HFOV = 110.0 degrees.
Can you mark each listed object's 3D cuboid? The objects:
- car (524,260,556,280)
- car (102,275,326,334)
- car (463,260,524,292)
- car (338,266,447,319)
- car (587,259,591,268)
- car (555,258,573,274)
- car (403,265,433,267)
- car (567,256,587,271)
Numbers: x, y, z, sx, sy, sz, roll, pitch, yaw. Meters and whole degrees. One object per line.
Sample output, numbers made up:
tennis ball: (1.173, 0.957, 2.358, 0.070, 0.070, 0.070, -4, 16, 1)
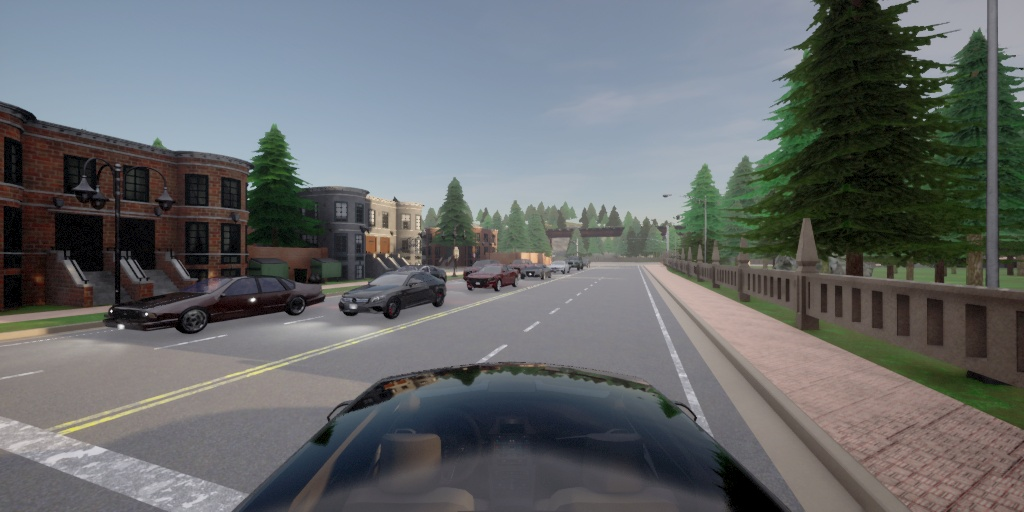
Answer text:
car: (2.168, 1.314, 31.422, 1.994, 1.385, 4.181, 0, 0, 20)
car: (-8.467, 1.297, 11.066, 2.033, 1.411, 5.357, 0, 0, 19)
car: (-1.067, 1.227, 21.942, 1.882, 1.535, 5.008, 0, 0, 19)
car: (-4.072, 1.276, 13.111, 1.812, 1.442, 4.674, 0, 0, 19)
car: (12.255, 1.254, 61.013, 1.837, 1.490, 4.892, 0, 0, 19)
car: (5.409, 1.275, 40.971, 1.812, 1.442, 4.674, 0, 0, 19)
car: (-5.417, 1.241, 20.040, 2.128, 1.511, 4.902, 0, 0, 18)
car: (8.775, 0.971, 50.844, 2.150, 2.045, 5.566, 0, 0, 19)
